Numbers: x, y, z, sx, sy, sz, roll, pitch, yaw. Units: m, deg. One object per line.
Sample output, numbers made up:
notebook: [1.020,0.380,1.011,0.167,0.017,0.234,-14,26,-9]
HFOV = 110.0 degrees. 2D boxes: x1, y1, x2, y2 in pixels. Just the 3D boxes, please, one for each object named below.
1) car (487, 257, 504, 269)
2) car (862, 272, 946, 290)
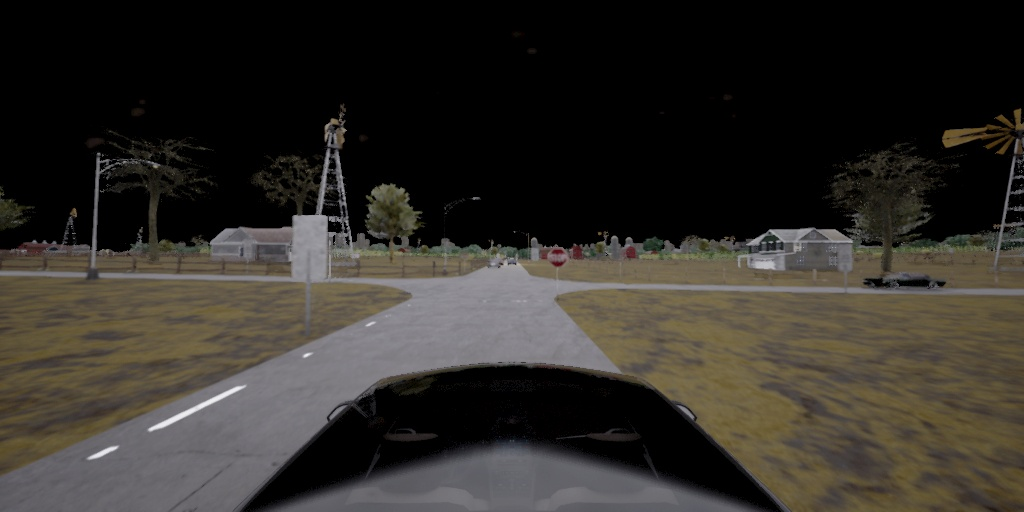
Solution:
car: [-2.802,1.179,56.197,2.128,1.511,4.902,0,0,1]
car: [29.818,1.899,27.419,4.718,1.301,1.895,1,-1,0]
